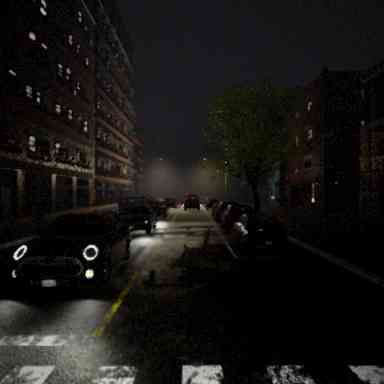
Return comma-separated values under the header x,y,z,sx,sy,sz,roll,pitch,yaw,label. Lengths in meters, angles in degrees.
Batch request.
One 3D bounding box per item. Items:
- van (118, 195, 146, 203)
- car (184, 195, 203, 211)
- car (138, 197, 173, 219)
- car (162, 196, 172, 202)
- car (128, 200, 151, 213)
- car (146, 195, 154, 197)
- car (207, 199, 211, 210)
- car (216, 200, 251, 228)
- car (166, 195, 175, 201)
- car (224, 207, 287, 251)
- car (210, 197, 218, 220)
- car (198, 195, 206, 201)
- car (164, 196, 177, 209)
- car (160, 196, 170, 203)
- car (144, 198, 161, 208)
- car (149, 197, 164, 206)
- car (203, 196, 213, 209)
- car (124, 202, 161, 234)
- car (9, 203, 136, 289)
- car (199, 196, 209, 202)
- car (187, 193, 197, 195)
x,y,z,sx,sy,sz,roll,pitch,yaw,label
-5.695,1.333,30.933,1.690,1.788,3.998,0,0,0,van
-0.003,1.472,40.615,1.882,1.535,5.008,0,0,0,car
-3.087,1.483,29.322,2.128,1.511,4.902,0,0,0,car
-5.699,1.574,76.509,1.887,1.381,4.507,0,0,0,car
-5.695,1.575,36.630,1.802,1.307,4.206,0,0,0,car
-5.696,1.310,42.327,2.192,1.841,5.009,0,0,0,car
2.686,1.573,30.933,1.802,1.307,4.206,0,0,0,car
2.687,1.433,19.539,1.967,1.590,4.097,0,0,0,car
-5.700,1.614,87.901,1.947,1.339,4.313,0,0,0,car
2.688,1.545,13.842,2.008,1.369,4.403,0,0,0,car
2.686,1.432,25.235,1.967,1.590,4.097,0,0,0,car
2.680,1.592,87.899,1.887,1.381,4.507,0,0,0,car
-3.007,1.477,44.837,1.882,1.535,5.008,0,0,0,car
-5.699,1.548,70.641,1.752,1.417,4.829,0,0,0,car
-5.696,1.565,48.024,1.947,1.339,4.313,0,0,0,car
-5.697,1.555,53.720,2.008,1.369,4.403,0,0,0,car
2.685,1.546,42.326,2.008,1.369,4.403,0,0,0,car
-3.092,1.519,19.247,1.812,1.442,4.674,0,0,0,car
-3.065,1.348,9.317,2.097,1.767,4.553,0,0,0,car
2.682,1.580,76.507,2.008,1.369,4.403,0,0,0,car
-0.005,1.223,51.062,2.150,2.045,5.566,0,0,0,car
